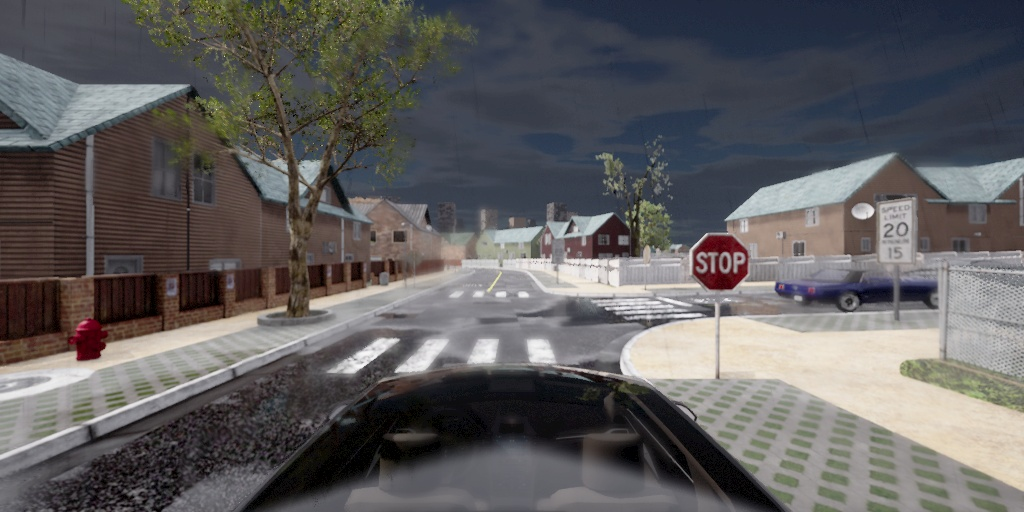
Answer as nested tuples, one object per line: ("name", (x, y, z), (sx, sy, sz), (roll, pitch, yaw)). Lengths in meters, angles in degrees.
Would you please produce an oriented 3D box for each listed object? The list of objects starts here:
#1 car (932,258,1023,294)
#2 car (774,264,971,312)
("car", (18.861, 0.829, 15.053), (4.674, 1.442, 1.812), (-2, 0, -2))
("car", (11.712, 1.066, 11.967), (4.718, 1.301, 1.895), (-1, 0, -2))
